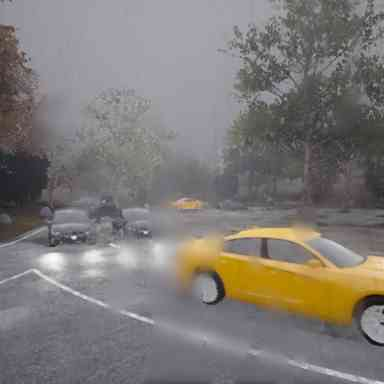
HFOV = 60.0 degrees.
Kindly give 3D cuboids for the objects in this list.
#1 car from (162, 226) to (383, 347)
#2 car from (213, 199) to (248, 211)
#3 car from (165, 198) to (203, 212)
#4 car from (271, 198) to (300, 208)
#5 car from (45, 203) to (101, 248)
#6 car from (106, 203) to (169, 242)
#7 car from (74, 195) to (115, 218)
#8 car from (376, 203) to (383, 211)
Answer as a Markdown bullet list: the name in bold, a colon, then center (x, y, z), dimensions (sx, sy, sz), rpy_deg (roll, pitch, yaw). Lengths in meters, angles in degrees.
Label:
- **car**: center (1.982, 1.476, 6.481), dimensions (5.008, 1.535, 1.882), rpy_deg (0, 0, 37)
- **car**: center (4.644, 1.508, 39.872), dimensions (4.181, 1.385, 1.994), rpy_deg (-1, 0, -27)
- **car**: center (-0.948, 1.462, 39.695), dimensions (5.008, 1.535, 1.882), rpy_deg (0, 0, -41)
- **car**: center (12.964, 1.489, 45.388), dimensions (4.181, 1.385, 1.994), rpy_deg (0, 0, 0)
- **car**: center (-5.544, 1.503, 15.091), dimensions (1.837, 1.490, 4.892), rpy_deg (0, 0, -24)
- **car**: center (-2.893, 1.503, 16.638), dimensions (1.837, 1.490, 4.892), rpy_deg (-1, 1, -22)
- **car**: center (-7.562, 1.222, 25.613), dimensions (2.150, 2.045, 5.566), rpy_deg (0, 0, 6)
- **car**: center (24.250, 1.650, 38.906), dimensions (4.718, 1.301, 1.895), rpy_deg (1, 0, 37)
